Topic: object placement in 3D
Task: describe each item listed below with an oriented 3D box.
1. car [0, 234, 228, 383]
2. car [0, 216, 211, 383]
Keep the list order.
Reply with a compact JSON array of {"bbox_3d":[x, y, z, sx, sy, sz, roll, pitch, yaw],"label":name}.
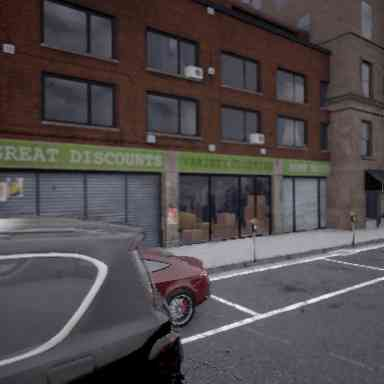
[{"bbox_3d":[-1.597,1.581,5.402,4.206,1.307,1.802,0,-1,-35],"label":"car"},{"bbox_3d":[-2.624,1.222,1.510,5.566,2.045,2.150,0,0,-35],"label":"car"}]
